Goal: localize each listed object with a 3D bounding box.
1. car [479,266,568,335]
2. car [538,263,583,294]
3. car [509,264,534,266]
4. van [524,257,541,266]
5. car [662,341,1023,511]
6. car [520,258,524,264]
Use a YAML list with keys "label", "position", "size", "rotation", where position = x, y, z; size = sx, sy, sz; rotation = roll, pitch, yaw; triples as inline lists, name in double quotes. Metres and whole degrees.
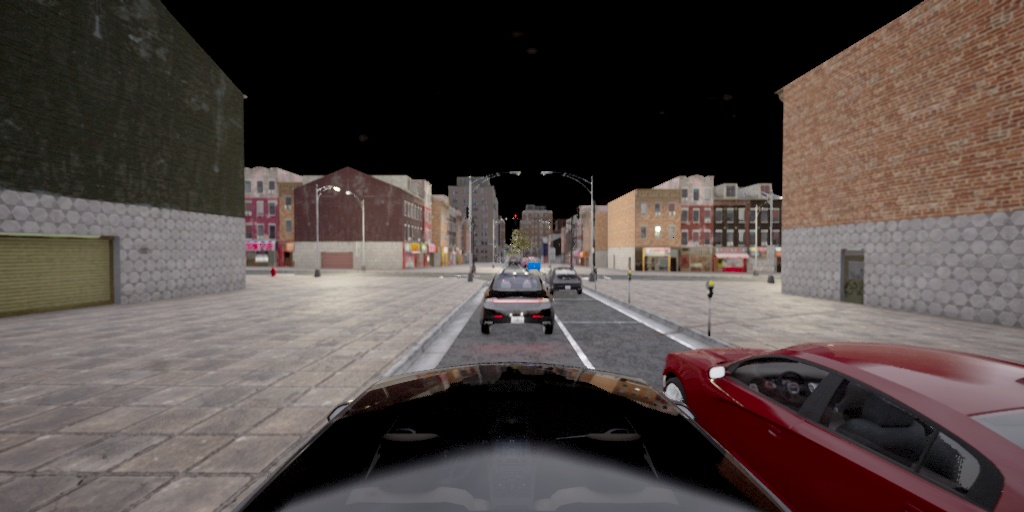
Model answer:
- label: "car"
  position: [0.131, 1.222, 10.490]
  size: [2.128, 1.511, 4.902]
  rotation: [0, 0, 0]
- label: "car"
  position: [2.701, 1.273, 19.405]
  size: [2.007, 1.370, 4.403]
  rotation: [0, 0, 0]
- label: "car"
  position: [0.195, 1.323, 20.533]
  size: [1.895, 1.301, 4.718]
  rotation: [0, 0, 1]
- label: "van"
  position: [2.803, 1.101, 46.360]
  size: [1.690, 1.789, 3.998]
  rotation: [0, 0, 0]
- label: "car"
  position: [2.637, 1.292, 2.530]
  size: [1.888, 1.381, 4.507]
  rotation: [0, 0, 0]
- label: "car"
  position: [2.842, 1.114, 56.941]
  size: [2.192, 1.841, 5.009]
  rotation: [0, 0, 0]
